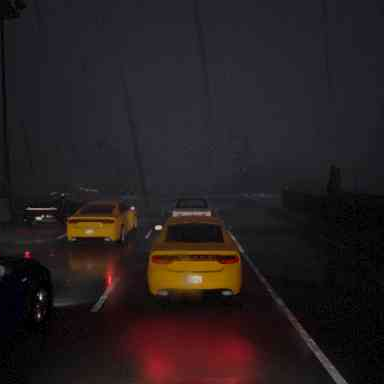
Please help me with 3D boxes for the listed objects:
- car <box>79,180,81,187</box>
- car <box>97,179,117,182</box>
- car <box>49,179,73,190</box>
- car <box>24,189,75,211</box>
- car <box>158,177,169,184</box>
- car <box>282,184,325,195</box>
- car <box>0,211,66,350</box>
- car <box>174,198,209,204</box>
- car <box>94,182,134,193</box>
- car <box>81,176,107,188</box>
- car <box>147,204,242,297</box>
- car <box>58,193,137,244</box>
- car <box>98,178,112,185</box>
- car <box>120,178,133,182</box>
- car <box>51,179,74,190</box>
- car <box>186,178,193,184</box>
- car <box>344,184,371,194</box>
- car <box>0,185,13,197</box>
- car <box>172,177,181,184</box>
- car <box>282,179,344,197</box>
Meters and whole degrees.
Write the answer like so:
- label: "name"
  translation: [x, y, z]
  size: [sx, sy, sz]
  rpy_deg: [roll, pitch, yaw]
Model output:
- label: "car"
  translation: [-21.527, -2.177, 68.800]
  size: [2.150, 2.045, 5.566]
  rpy_deg: [0, 3, 0]
- label: "car"
  translation: [-14.521, -1.205, 57.852]
  size: [1.895, 1.301, 4.718]
  rpy_deg: [0, 3, 0]
- label: "car"
  translation: [-17.946, -0.642, 46.063]
  size: [1.812, 1.442, 4.674]
  rpy_deg: [0, 3, 0]
- label: "car"
  translation: [-7.025, 0.865, 17.628]
  size: [2.128, 1.511, 4.902]
  rpy_deg: [0, 3, 0]
- label: "car"
  translation: [-7.662, -2.821, 86.054]
  size: [2.128, 1.511, 4.902]
  rpy_deg: [0, 3, 0]
- label: "car"
  translation: [13.805, -0.305, 41.408]
  size: [4.718, 1.301, 1.895]
  rpy_deg: [0, 3, 2]
- label: "car"
  translation: [-3.427, 1.313, 3.887]
  size: [2.097, 1.767, 4.553]
  rpy_deg: [0, 1, 0]
- label: "car"
  translation: [-0.024, 0.973, 17.764]
  size: [1.895, 1.301, 4.718]
  rpy_deg: [0, 3, 0]
- label: "car"
  translation: [-9.020, -0.202, 39.390]
  size: [4.718, 1.301, 1.895]
  rpy_deg: [2, 4, 38]
- label: "car"
  translation: [-18.013, -1.771, 61.316]
  size: [2.150, 2.045, 5.566]
  rpy_deg: [0, 3, 0]
- label: "car"
  translation: [0.043, 1.316, 8.395]
  size: [1.882, 1.535, 5.008]
  rpy_deg: [0, 2, 0]
- label: "car"
  translation: [-3.496, 1.061, 13.718]
  size: [1.882, 1.535, 5.008]
  rpy_deg: [0, 3, 0]
- label: "car"
  translation: [-21.639, -2.654, 83.109]
  size: [2.128, 1.511, 4.902]
  rpy_deg: [0, 3, 0]
- label: "car"
  translation: [-14.542, -2.004, 70.713]
  size: [1.837, 1.490, 4.892]
  rpy_deg: [0, 3, 0]
- label: "car"
  translation: [-21.500, -1.321, 55.370]
  size: [2.097, 1.767, 4.553]
  rpy_deg: [0, 3, 0]
- label: "car"
  translation: [-0.666, -2.835, 86.568]
  size: [2.128, 1.511, 4.902]
  rpy_deg: [0, 3, 0]
- label: "car"
  translation: [17.665, -0.217, 37.783]
  size: [4.902, 1.511, 2.128]
  rpy_deg: [0, 3, 2]
- label: "car"
  translation: [-21.371, -0.068, 36.186]
  size: [1.994, 1.385, 4.181]
  rpy_deg: [0, 3, 0]
- label: "car"
  translation: [-4.162, -2.872, 86.079]
  size: [1.882, 1.535, 5.008]
  rpy_deg: [0, 3, 0]
- label: "car"
  translation: [12.147, -0.299, 34.280]
  size: [5.566, 2.045, 2.150]
  rpy_deg: [0, 3, 3]
